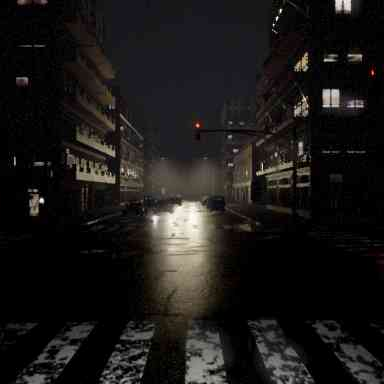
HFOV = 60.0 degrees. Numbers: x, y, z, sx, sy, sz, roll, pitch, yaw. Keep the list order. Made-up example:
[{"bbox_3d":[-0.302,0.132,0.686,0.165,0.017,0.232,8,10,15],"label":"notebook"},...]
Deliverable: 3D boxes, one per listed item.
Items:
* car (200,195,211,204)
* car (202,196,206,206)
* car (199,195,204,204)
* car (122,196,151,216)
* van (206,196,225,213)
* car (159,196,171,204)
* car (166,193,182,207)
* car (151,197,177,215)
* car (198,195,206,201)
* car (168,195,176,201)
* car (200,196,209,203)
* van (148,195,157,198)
[{"bbox_3d":[2.627,1.419,65.376,1.967,1.590,4.097,0,0,0],"label":"car"},{"bbox_3d":[2.701,1.533,43.051,1.887,1.381,4.507,0,0,0],"label":"car"},{"bbox_3d":[2.619,1.550,54.213,1.947,1.339,4.313,0,0,0],"label":"car"},{"bbox_3d":[-5.414,1.432,31.895,1.967,1.590,4.097,0,0,0],"label":"car"},{"bbox_3d":[2.730,1.331,36.847,1.690,1.788,3.998,0,0,0],"label":"van"},{"bbox_3d":[-5.253,1.524,65.383,1.887,1.381,4.507,0,0,0],"label":"car"},{"bbox_3d":[-2.779,1.209,52.395,2.150,2.045,5.566,0,0,0],"label":"car"},{"bbox_3d":[-2.818,1.517,33.652,1.812,1.442,4.674,0,0,0],"label":"car"},{"bbox_3d":[2.648,1.527,87.702,1.947,1.339,4.313,0,0,0],"label":"car"},{"bbox_3d":[-5.233,1.512,87.709,2.008,1.369,4.403,0,0,0],"label":"car"},{"bbox_3d":[2.632,1.520,70.957,1.887,1.381,4.507,0,0,0],"label":"car"},{"bbox_3d":[-5.369,1.329,43.059,1.690,1.788,3.998,0,0,0],"label":"van"}]
